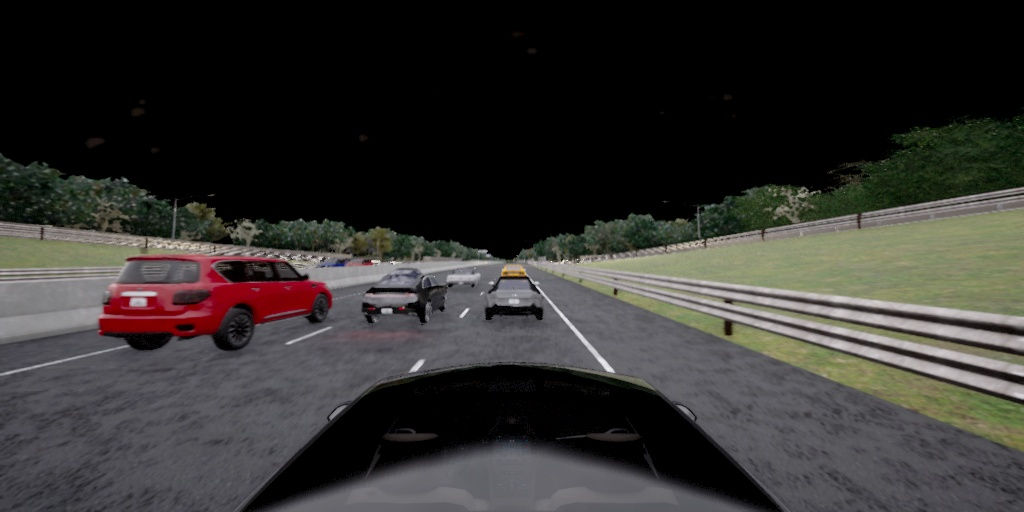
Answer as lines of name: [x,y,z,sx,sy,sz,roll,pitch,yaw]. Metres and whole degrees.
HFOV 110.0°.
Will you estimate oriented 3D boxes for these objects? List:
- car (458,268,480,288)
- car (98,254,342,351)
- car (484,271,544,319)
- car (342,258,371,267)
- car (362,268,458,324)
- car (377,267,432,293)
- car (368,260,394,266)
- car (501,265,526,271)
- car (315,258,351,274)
car: [-3.396,1.549,26.110,1.895,1.301,4.718,0,0,1]
car: [-6.950,1.025,9.374,2.150,2.045,5.566,0,-2,1]
car: [0.082,1.408,13.218,1.994,1.385,4.181,0,0,0]
car: [-20.938,1.358,49.176,2.150,2.045,5.566,0,0,1]
car: [-3.425,1.327,12.296,2.128,1.511,4.902,0,0,0]
car: [-6.921,1.477,23.789,2.033,1.411,5.357,0,0,1]
car: [-17.442,1.615,49.206,1.882,1.535,5.008,0,0,1]
car: [0.134,1.451,29.148,1.882,1.535,5.008,0,0,1]
car: [-24.434,1.358,49.186,2.150,2.045,5.566,0,0,1]
